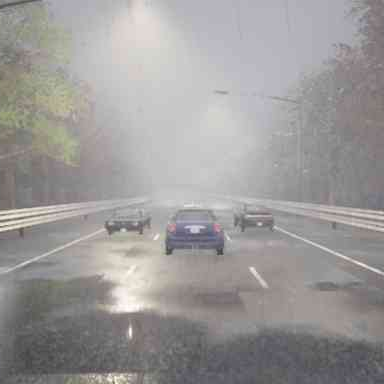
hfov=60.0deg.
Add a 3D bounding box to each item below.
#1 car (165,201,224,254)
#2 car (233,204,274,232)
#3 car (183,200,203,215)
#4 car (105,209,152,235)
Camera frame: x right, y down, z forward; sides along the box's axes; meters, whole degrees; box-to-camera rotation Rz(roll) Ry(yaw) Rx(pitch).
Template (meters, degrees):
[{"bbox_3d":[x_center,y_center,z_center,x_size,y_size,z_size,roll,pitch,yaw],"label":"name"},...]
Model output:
[{"bbox_3d":[0.100,1.348,13.589,2.097,1.767,4.553,0,0,0],"label":"car"},{"bbox_3d":[3.599,1.483,20.087,2.128,1.511,4.902,0,0,0],"label":"car"},{"bbox_3d":[0.100,1.575,34.797,1.895,1.301,4.718,0,0,0],"label":"car"},{"bbox_3d":[-3.400,1.594,18.748,1.895,1.301,4.718,0,0,0],"label":"car"}]
